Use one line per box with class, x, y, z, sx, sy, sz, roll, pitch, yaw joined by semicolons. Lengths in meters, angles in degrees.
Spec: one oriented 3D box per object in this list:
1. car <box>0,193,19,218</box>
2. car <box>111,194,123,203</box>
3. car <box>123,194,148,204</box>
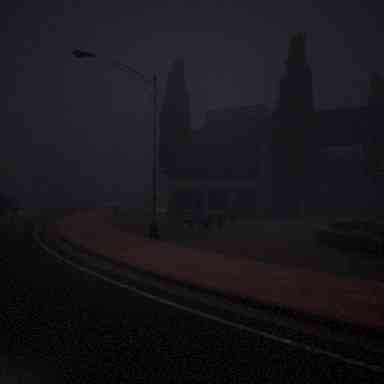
car;-16.649;1.085;28.184;2.150;2.045;5.566;0;0;-8
car;-13.783;1.246;65.608;2.097;1.767;4.553;0;0;29
car;-10.494;1.418;64.349;2.128;1.511;4.902;0;0;29
